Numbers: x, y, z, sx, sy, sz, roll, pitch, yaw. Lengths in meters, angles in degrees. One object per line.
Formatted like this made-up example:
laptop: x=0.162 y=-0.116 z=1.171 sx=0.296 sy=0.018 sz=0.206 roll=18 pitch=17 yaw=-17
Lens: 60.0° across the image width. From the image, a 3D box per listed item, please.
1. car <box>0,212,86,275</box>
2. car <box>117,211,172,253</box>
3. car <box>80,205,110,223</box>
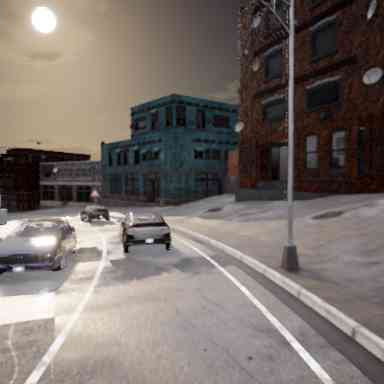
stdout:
car: x=-5.024 y=1.651 z=11.195 sx=2.033 sy=1.411 sz=5.357 roll=-1 pitch=-1 yaw=-12
car: x=-2.122 y=1.567 z=14.294 sx=2.128 sy=1.511 sz=4.902 roll=-1 pitch=0 yaw=-14
car: x=-9.066 y=1.957 z=30.794 sx=1.837 sy=1.490 sz=4.892 roll=-2 pitch=-1 yaw=-30
